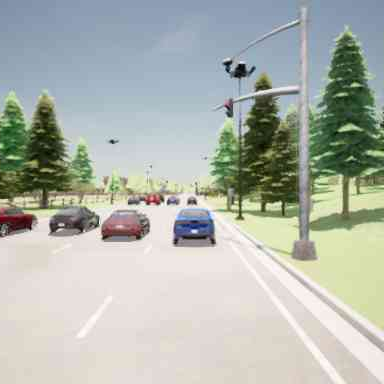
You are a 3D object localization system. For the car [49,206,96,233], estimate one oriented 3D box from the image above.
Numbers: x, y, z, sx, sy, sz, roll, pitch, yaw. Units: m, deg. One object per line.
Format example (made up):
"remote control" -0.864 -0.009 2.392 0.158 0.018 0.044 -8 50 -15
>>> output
"car" -6.911 1.581 19.874 1.812 1.442 4.674 0 0 0

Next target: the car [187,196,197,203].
"car" 0.012 1.580 70.667 1.994 1.385 4.181 0 0 0

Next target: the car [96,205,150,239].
"car" -3.396 1.613 17.640 1.994 1.385 4.181 0 0 0

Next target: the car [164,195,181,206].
"car" -3.490 1.520 60.601 2.097 1.767 4.553 0 0 0

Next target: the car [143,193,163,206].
"car" -6.990 1.388 60.279 2.150 2.045 5.566 0 0 0

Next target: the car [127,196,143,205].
"car" -10.490 1.671 60.249 1.837 1.490 4.892 0 0 0

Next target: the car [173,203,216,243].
"car" 0.103 1.523 16.464 1.882 1.535 5.008 0 0 0

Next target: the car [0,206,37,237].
"car" -10.397 1.528 18.286 1.882 1.535 5.008 0 0 0

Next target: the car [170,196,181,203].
"car" -3.488 1.580 70.668 1.994 1.385 4.181 0 0 0

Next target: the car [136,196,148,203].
"car" -10.488 1.528 70.669 1.837 1.490 4.892 0 0 0

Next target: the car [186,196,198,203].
"car" 0.010 1.644 60.247 1.882 1.535 5.008 0 0 0
